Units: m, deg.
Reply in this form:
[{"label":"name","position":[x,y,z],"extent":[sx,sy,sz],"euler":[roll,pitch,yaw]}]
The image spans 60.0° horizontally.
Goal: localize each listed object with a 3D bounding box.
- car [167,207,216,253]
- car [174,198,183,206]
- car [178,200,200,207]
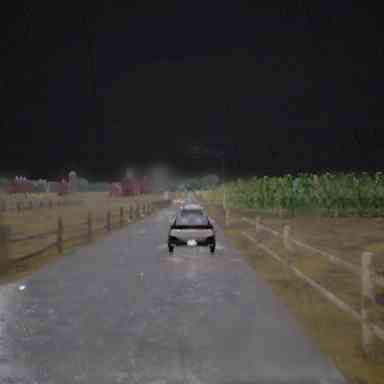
[{"label":"car","position":[-0.001,1.631,14.299],"extent":[2.128,1.511,4.902],"euler":[0,0,0]},{"label":"car","position":[-2.779,2.027,70.799],"extent":[2.097,1.767,4.553],"euler":[0,-1,0]},{"label":"car","position":[-0.006,1.764,29.464],"extent":[1.882,1.535,5.008],"euler":[0,0,0]}]
